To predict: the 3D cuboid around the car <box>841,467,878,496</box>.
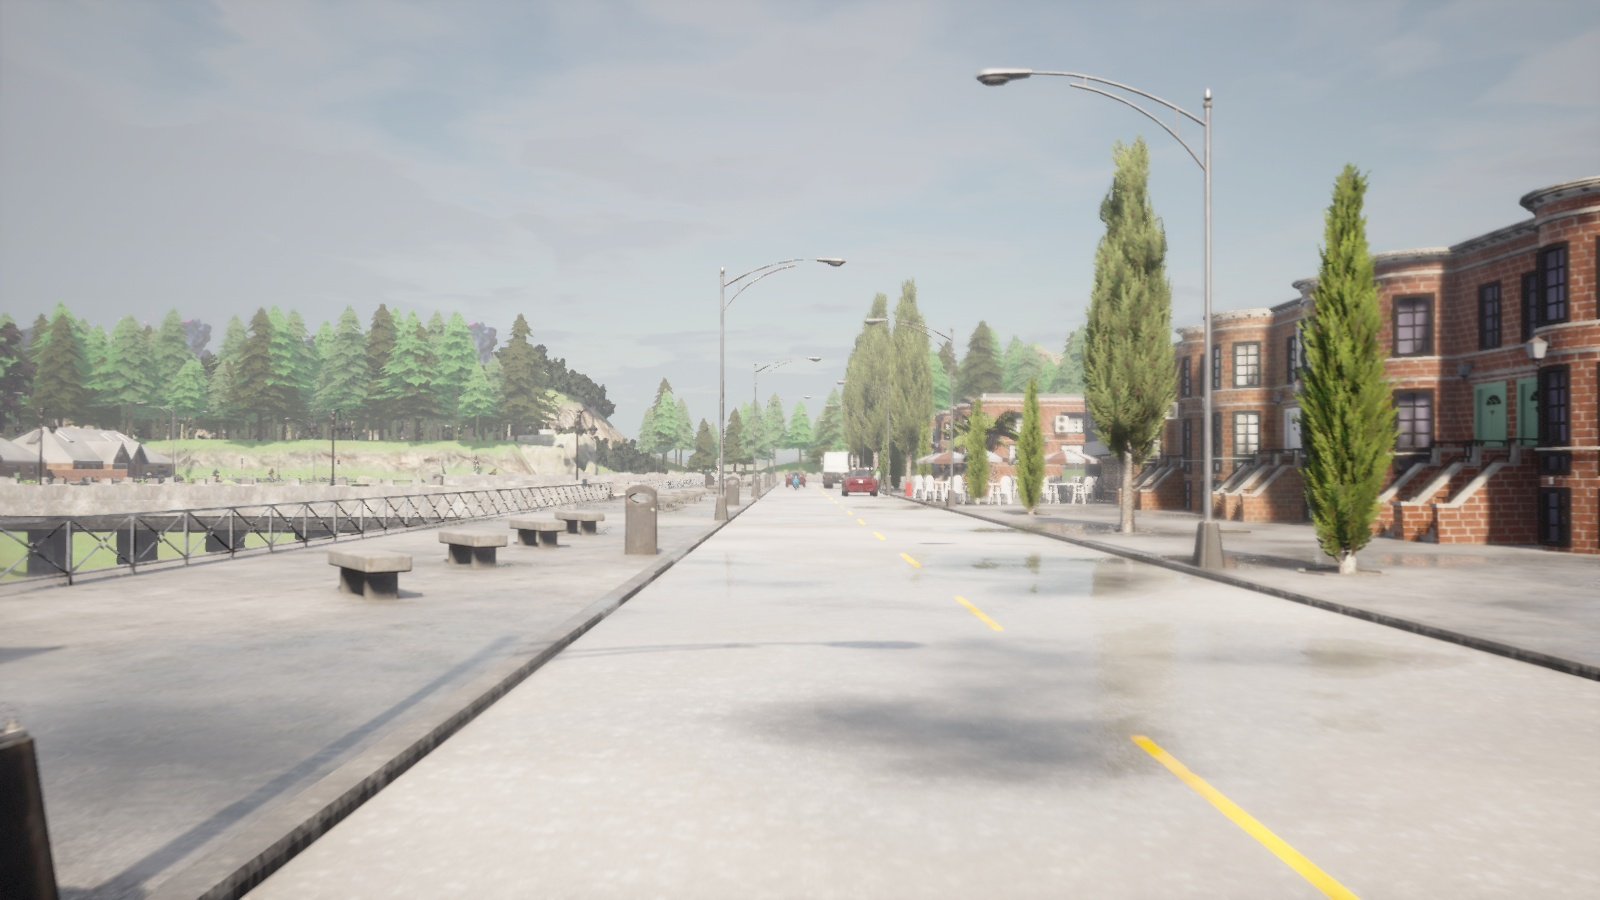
[{"bbox_3d":[3.761,1.993,79.623,2.097,1.767,4.553,0,-1,0],"label":"car"}]
